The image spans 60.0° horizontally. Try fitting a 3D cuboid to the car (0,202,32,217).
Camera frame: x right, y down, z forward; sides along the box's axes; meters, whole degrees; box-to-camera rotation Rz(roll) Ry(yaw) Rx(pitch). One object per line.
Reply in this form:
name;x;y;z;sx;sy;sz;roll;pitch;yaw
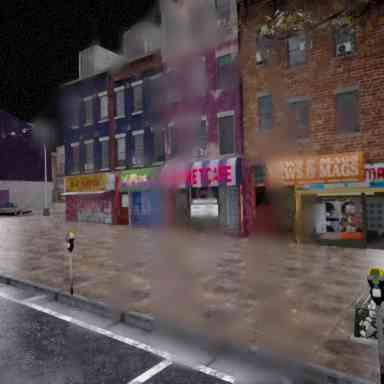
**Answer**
car;-17.553;1.621;30.214;2.033;1.411;5.357;-2;-1;39
